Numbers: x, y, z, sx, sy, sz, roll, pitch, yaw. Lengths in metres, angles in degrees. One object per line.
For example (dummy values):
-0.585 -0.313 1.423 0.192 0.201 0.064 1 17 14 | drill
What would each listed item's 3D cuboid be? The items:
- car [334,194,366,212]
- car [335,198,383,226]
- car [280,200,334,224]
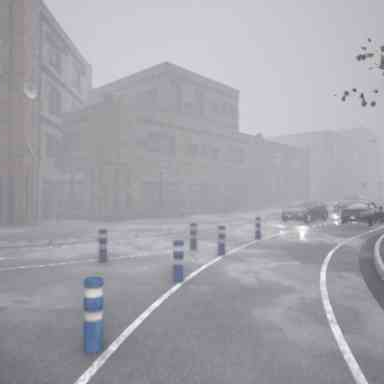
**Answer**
14.889 1.018 30.987 2.097 1.767 4.553 1 1 43 | car
11.353 1.357 22.045 1.812 1.442 4.674 0 1 42 | car
8.058 1.327 23.637 1.837 1.490 4.892 1 1 43 | car
